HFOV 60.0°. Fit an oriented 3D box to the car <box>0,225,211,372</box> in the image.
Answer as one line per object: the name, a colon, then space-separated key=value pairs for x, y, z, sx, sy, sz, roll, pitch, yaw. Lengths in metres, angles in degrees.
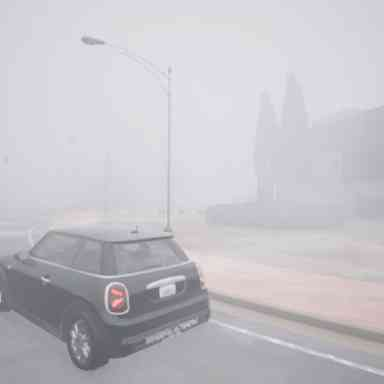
car: x=-1.898 y=1.385 z=6.051 sx=4.553 sy=1.767 sz=2.097 roll=0 pitch=-1 yaw=43
